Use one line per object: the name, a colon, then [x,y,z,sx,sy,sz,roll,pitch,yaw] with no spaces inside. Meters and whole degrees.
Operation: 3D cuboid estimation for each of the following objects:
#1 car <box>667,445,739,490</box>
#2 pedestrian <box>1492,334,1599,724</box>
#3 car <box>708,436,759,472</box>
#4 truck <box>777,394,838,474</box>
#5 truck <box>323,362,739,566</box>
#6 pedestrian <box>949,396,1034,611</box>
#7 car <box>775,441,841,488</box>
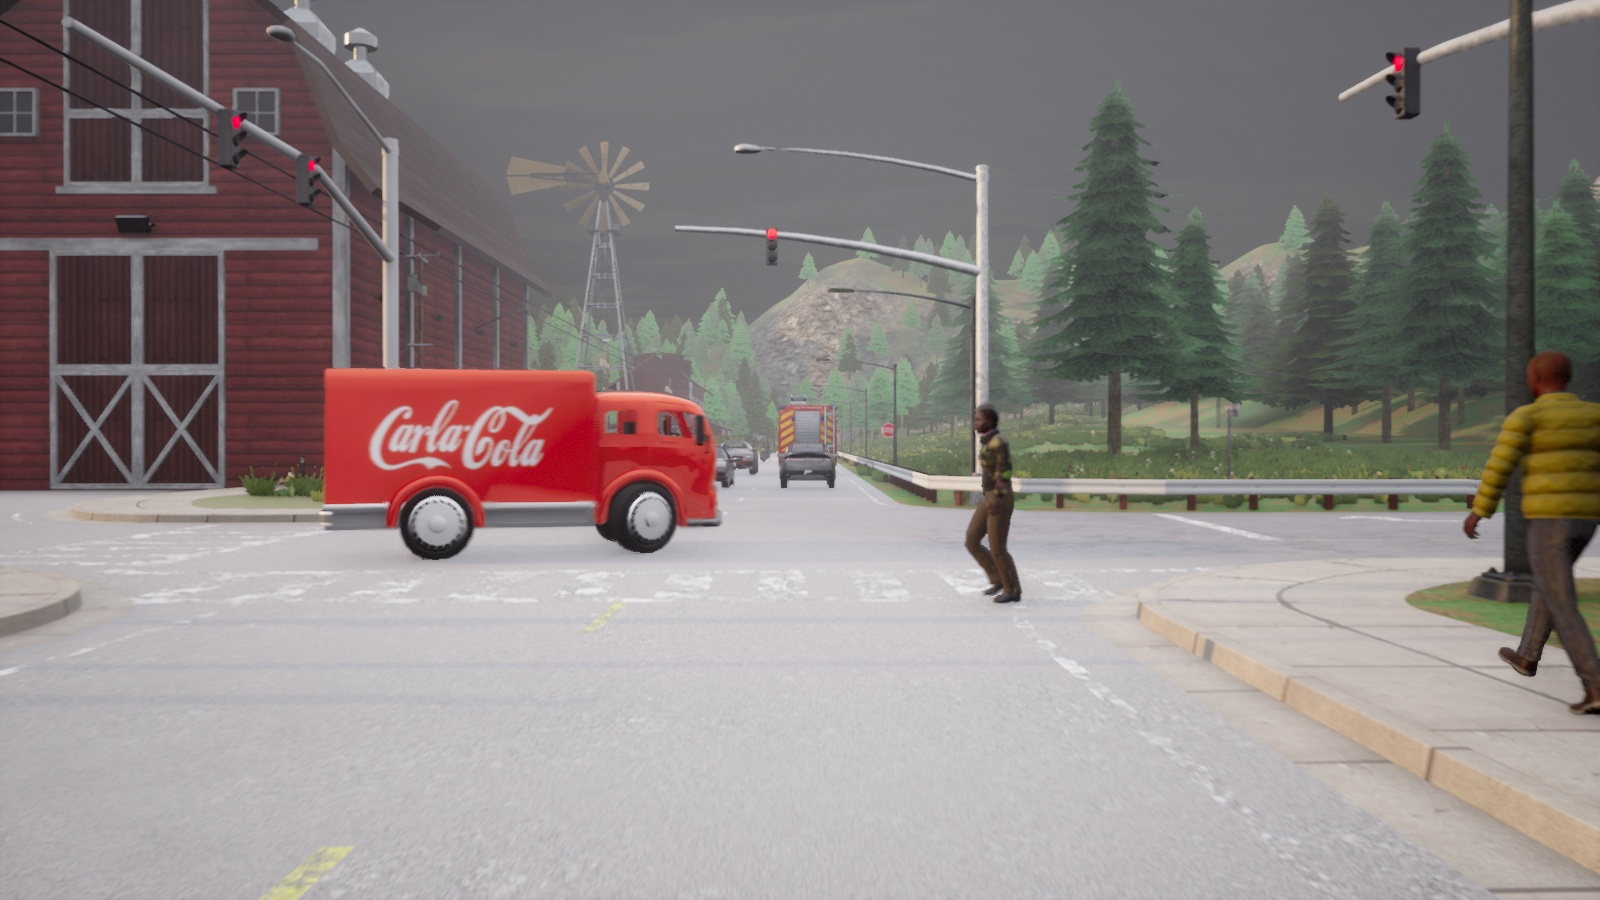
car: [-3.239,0.553,43.066,2.033,1.411,5.357,0,0,0]
pedestrian: [3.838,0.370,6.266,0.370,1.835,0.726,0,0,0]
car: [-3.141,0.189,60.397,2.152,1.651,5.027,0,0,0]
truck: [0.383,-0.775,64.524,2.891,3.827,8.468,0,0,0]
truck: [-3.700,0.144,17.244,5.204,2.467,2.627,0,1,-18]
pedestrian: [1.738,0.477,11.454,0.692,1.930,0.395,0,0,-4]
car: [0.260,0.465,42.992,2.128,1.511,4.902,0,0,0]
